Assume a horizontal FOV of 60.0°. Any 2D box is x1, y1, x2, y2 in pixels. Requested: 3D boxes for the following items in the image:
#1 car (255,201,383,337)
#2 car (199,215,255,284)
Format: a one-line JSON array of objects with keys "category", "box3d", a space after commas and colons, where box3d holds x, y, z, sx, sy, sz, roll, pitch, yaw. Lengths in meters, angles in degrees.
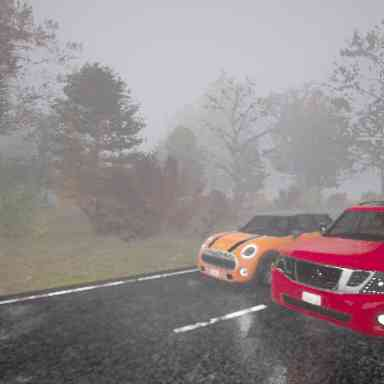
[{"category": "car", "box3d": [4.033, 1.222, 6.518, 5.566, 2.045, 2.150, 0, 0, -35]}, {"category": "car", "box3d": [2.392, 1.357, 9.337, 4.553, 1.767, 2.097, 0, 0, -35]}]
